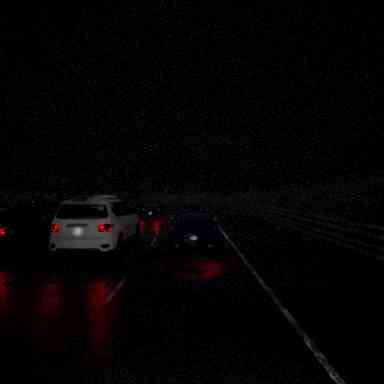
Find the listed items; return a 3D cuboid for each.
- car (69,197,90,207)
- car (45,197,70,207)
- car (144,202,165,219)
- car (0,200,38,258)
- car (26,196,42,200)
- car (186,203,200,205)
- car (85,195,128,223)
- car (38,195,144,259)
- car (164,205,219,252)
[{"bbox_3d":[-17.968,1.607,53.342,1.837,1.490,4.892,0,0,-1],"label":"car"},{"bbox_3d":[-21.464,1.592,53.243,2.128,1.511,4.902,0,0,-1],"label":"car"},{"bbox_3d":[-3.428,1.578,29.759,1.812,1.442,4.674,0,0,0],"label":"car"},{"bbox_3d":[-6.931,1.366,12.944,2.097,1.767,4.553,0,0,0],"label":"car"},{"bbox_3d":[-24.946,1.451,52.602,2.097,1.767,4.553,0,0,-1],"label":"car"},{"bbox_3d":[0.073,1.615,29.413,1.994,1.385,4.181,0,0,0],"label":"car"},{"bbox_3d":[-6.932,1.271,27.677,2.150,2.045,5.566,0,0,0],"label":"car"},{"bbox_3d":[-3.432,1.238,12.734,2.150,2.045,5.566,0,0,0],"label":"car"},{"bbox_3d":[0.076,1.494,14.024,1.882,1.535,5.008,0,-1,0],"label":"car"}]
